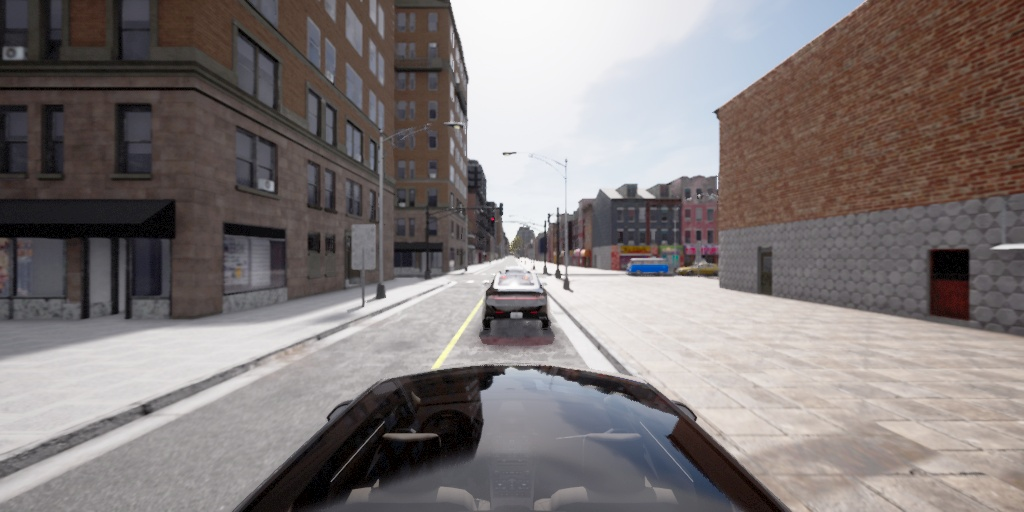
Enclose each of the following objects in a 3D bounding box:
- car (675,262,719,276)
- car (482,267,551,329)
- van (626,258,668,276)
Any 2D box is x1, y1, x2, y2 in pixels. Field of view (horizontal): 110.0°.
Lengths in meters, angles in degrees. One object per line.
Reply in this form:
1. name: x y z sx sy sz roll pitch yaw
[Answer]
1. car: 19.241 1.314 36.557 4.829 1.417 1.751 0 0 0
2. car: 0.115 1.254 11.294 2.128 1.511 4.902 0 0 0
3. van: 13.799 1.133 36.575 3.998 1.789 1.690 0 0 0
